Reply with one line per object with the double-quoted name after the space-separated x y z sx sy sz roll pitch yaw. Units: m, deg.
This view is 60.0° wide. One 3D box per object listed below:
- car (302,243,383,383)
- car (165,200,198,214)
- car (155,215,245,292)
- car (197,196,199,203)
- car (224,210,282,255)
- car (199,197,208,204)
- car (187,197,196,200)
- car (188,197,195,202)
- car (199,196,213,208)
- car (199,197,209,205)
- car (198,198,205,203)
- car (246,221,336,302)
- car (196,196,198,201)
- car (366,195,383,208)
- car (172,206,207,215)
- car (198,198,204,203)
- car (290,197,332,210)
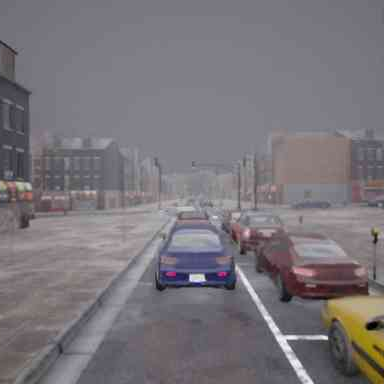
2.633 1.539 2.781 1.752 1.417 4.829 0 0 0 "car"
-1.471 1.843 36.350 1.895 1.301 4.718 -1 0 -23 "car"
0.061 1.572 8.982 1.812 1.442 4.674 0 0 -1 "car"
2.572 1.766 61.756 2.192 1.841 5.009 -1 -1 0 "car"
2.622 1.512 13.545 1.967 1.590 4.097 0 0 0 "car"
2.557 2.052 77.962 1.967 1.590 4.097 -1 -1 0 "car"
-0.075 2.140 81.406 1.837 1.490 4.892 0 -1 0 "car"
-0.084 2.117 91.826 1.812 1.442 4.674 0 -1 0 "car"
2.579 1.840 56.354 1.967 1.590 4.097 -1 -1 0 "car"
2.563 1.997 72.560 1.967 1.590 4.097 -1 -1 0 "car"
2.548 2.254 88.935 1.752 1.417 4.829 -1 -1 0 "car"
2.628 1.623 8.078 1.802 1.307 4.206 0 0 0 "car"
2.567 1.818 67.159 2.192 1.841 5.009 -1 -1 0 "car"
23.336 1.074 39.561 4.892 1.490 1.837 -1 0 0 "car"
0.077 1.706 18.977 1.895 1.301 4.718 0 0 0 "car"
2.543 2.314 94.337 1.752 1.417 4.829 -1 -1 0 "car"
14.107 1.335 39.531 4.674 1.442 1.812 -2 0 1 "car"
